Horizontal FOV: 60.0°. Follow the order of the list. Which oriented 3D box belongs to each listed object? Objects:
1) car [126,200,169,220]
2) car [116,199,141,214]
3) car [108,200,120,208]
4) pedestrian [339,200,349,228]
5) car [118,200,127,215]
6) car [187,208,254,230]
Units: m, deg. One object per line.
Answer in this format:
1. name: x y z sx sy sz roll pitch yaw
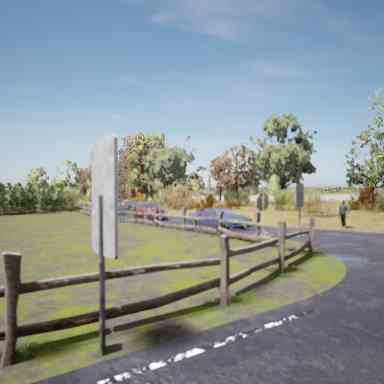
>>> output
1. car: -4.005 1.718 30.949 2.097 1.767 4.553 -1 0 -33
2. car: -8.501 1.871 44.088 2.097 1.767 4.553 -1 0 -26
3. car: -14.881 2.273 63.198 1.812 1.442 4.674 -1 0 -18
4. pedestrian: 9.774 1.397 21.514 0.375 1.860 0.375 -2 1 -35
5. car: -9.592 2.052 39.803 2.033 1.411 5.357 -1 0 -29
6. car: 1.755 1.773 22.553 2.033 1.411 5.357 -1 0 -35
